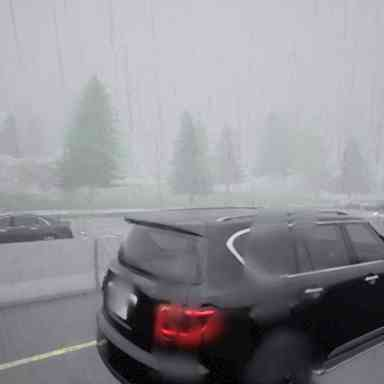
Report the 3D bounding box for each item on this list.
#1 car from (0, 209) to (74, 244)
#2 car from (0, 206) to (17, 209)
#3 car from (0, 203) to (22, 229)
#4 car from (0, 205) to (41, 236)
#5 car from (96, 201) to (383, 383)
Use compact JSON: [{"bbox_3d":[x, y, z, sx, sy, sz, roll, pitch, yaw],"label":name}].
[{"bbox_3d":[-6.860,1.513,11.997,4.892,1.490,1.837,0,0,-35],"label":"car"},{"bbox_3d":[-9.143,1.532,14.652,4.674,1.442,1.812,0,0,-36],"label":"car"},{"bbox_3d":[-13.299,1.484,20.303,5.008,1.535,1.882,0,0,-36],"label":"car"},{"bbox_3d":[-10.919,1.500,17.701,4.902,1.511,2.128,0,0,-36],"label":"car"},{"bbox_3d":[1.482,1.246,4.806,5.566,2.045,2.150,0,0,-35],"label":"car"}]
